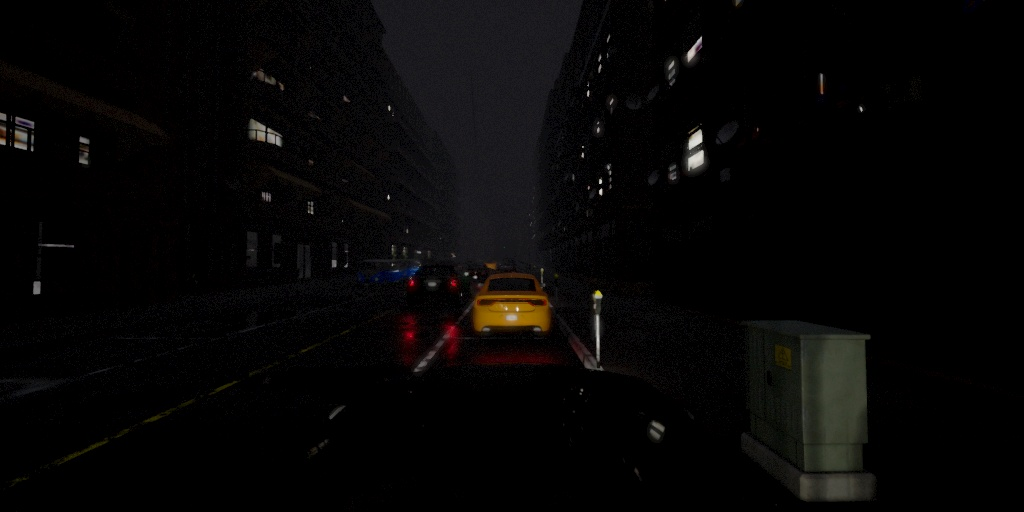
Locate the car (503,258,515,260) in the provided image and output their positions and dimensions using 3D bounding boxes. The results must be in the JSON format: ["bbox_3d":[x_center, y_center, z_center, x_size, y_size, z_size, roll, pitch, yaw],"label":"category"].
[{"bbox_3d":[-0.429,1.240,39.132,1.967,1.591,4.097,0,0,0],"label":"car"}]

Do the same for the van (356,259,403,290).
[{"bbox_3d":[-8.326,1.108,22.605,1.690,1.789,3.998,0,0,0],"label":"van"}]

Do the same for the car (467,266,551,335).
[{"bbox_3d":[-0.002,1.233,10.501,1.882,1.535,5.008,0,0,0],"label":"car"}]

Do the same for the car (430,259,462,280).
[{"bbox_3d":[-5.849,1.137,32.362,2.097,1.767,4.553,0,0,0],"label":"car"}]

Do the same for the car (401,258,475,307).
[{"bbox_3d":[-3.015,1.111,15.672,2.097,1.767,4.553,0,0,0],"label":"car"}]

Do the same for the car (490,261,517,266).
[{"bbox_3d":[-0.441,1.322,28.071,1.888,1.381,4.507,0,0,0],"label":"car"}]

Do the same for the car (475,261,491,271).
[{"bbox_3d":[-2.917,1.383,30.919,1.895,1.301,4.718,0,0,0],"label":"car"}]
